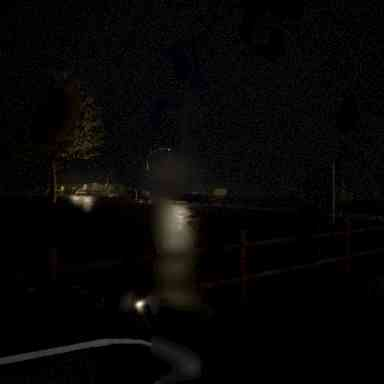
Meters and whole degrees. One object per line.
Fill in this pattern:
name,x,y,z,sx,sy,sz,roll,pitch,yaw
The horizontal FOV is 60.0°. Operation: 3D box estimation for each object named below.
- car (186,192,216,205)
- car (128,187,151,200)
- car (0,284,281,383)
car,1.115,0.790,42.461,2.128,1.511,4.902,1,1,-36
car,-9.013,0.226,56.769,2.150,2.045,5.566,1,0,-36
car,-1.578,1.489,1.931,4.902,1.511,2.128,-1,0,-35
